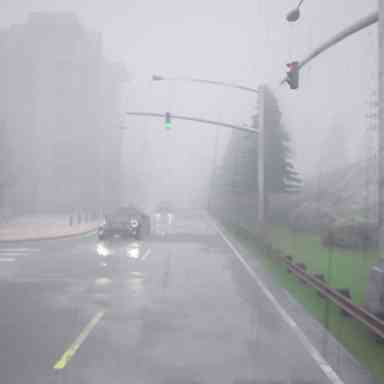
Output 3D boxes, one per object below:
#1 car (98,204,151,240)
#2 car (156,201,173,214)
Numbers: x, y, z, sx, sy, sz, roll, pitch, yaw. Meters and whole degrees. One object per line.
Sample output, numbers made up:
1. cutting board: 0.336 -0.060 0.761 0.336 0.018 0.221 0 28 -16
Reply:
1. car: -3.549 1.552 18.174 2.097 1.767 4.553 0 -1 2
2. car: -3.478 1.936 43.039 1.837 1.490 4.892 0 0 0
